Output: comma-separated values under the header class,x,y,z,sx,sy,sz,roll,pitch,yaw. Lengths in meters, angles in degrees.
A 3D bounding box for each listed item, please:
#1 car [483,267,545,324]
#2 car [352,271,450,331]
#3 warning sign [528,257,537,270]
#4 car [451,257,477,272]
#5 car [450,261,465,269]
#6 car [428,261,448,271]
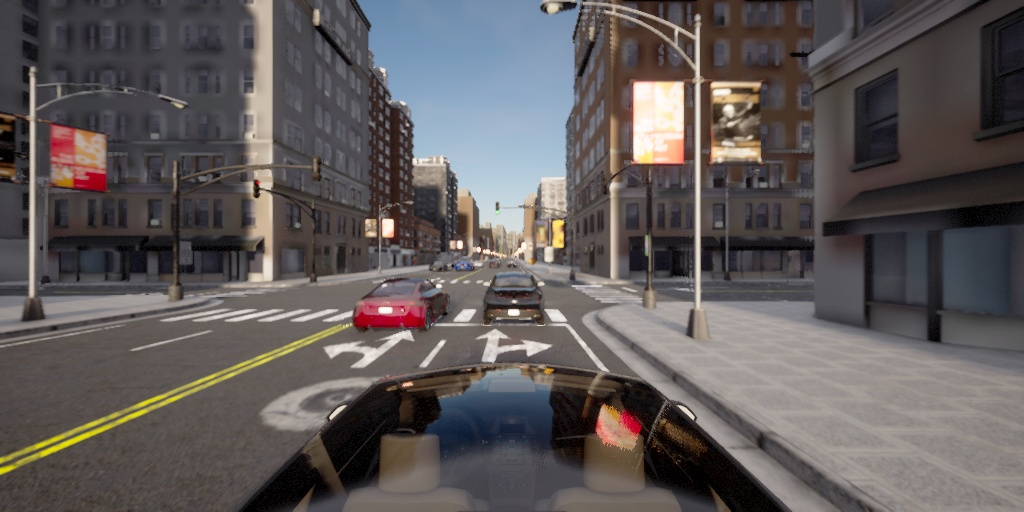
class,x,y,z,sx,sy,sz,roll,pitch,yaw
car,0.064,1.291,12.167,1.837,1.490,4.892,0,0,0
car,-3.189,1.345,11.072,1.994,1.385,4.181,0,0,0
warning sign,2.845,1.023,49.537,1.300,1.860,1.060,0,0,0
car,-6.582,1.132,50.051,2.150,2.045,5.566,0,0,0
car,-9.779,1.564,64.702,1.895,1.301,4.718,0,0,0
car,-9.839,1.380,48.082,1.882,1.535,5.008,0,0,0
